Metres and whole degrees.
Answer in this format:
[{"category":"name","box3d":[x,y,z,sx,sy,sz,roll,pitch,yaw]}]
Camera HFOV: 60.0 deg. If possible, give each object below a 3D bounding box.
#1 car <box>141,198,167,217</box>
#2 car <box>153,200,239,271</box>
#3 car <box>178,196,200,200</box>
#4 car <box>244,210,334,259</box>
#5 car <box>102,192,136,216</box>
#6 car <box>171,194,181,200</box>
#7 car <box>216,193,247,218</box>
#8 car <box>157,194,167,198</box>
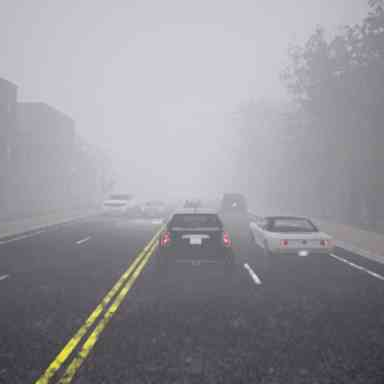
[{"category":"car","box3d":[-3.350,1.453,29.736,1.895,1.301,4.718,0,0,0]},{"category":"car","box3d":[0.100,1.297,10.832,2.097,1.767,4.553,0,0,0]},{"category":"car","box3d":[0.100,1.345,29.509,2.128,1.511,4.902,0,0,0]},{"category":"car","box3d":[3.350,1.540,12.222,1.895,1.301,4.718,0,0,0]},{"category":"car","box3d":[-6.598,1.069,30.770,2.150,2.045,5.566,0,0,0]},{"category":"car","box3d":[-3.251,1.167,70.393,1.994,1.385,4.181,0,0,0]},{"category":"car","box3d":[3.351,1.078,28.799,2.150,2.045,5.566,0,0,0]},{"category":"car","box3d":[-6.501,1.127,73.036,1.837,1.490,4.892,0,0,0]}]
